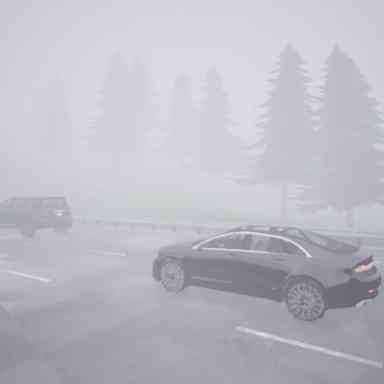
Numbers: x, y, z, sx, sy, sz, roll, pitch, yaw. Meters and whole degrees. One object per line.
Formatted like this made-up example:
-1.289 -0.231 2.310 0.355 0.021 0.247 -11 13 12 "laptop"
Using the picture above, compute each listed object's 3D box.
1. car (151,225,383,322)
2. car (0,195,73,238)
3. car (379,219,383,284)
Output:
1.291 1.478 7.223 4.902 1.511 2.128 0 0 34 "car"
-8.849 1.202 17.854 5.566 2.045 2.150 0 0 31 "car"
7.093 1.484 7.430 4.892 1.490 1.837 0 0 36 "car"
